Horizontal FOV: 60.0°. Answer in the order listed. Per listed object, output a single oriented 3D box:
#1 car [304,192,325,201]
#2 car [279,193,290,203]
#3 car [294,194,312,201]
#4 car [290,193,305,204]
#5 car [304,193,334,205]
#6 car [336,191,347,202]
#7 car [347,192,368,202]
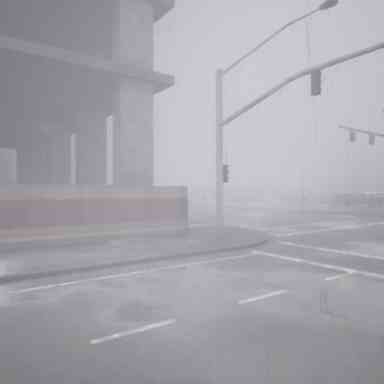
[{"bbox_3d":[26.559,1.009,72.091,4.605,1.855,1.932,0,0,-35],"label":"car"},{"bbox_3d":[17.476,1.043,58.856,4.605,1.855,1.932,0,0,-35],"label":"car"},{"bbox_3d":[24.938,1.220,74.492,3.905,1.438,1.784,0,0,-35],"label":"car"},{"bbox_3d":[19.068,1.254,56.696,3.905,1.438,1.784,0,0,-35],"label":"car"},{"bbox_3d":[20.741,1.286,54.333,3.806,1.475,1.970,0,0,-35],"label":"car"},{"bbox_3d":[39.181,1.212,84.603,3.806,1.475,1.970,0,0,-35],"label":"car"},{"bbox_3d":[40.845,0.973,82.233,3.866,1.878,1.905,0,0,-35],"label":"car"}]
